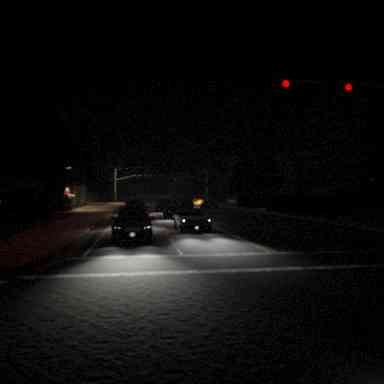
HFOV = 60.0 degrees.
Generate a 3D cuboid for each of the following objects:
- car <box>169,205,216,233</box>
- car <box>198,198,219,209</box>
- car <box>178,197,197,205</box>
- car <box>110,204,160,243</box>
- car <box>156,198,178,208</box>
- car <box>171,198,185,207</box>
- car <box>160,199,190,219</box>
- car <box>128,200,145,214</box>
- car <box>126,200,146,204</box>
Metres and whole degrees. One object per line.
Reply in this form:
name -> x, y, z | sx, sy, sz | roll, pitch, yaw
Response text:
car -> -0.074, 1.705, 20.812 | 1.895, 1.301, 4.718 | 0, 0, -9
car -> 2.560, 1.859, 49.753 | 1.895, 1.301, 4.718 | 0, 0, -9
car -> -1.011, 1.599, 49.967 | 2.097, 1.767, 4.553 | 0, 0, -9
car -> -2.941, 1.566, 16.626 | 2.128, 1.511, 4.902 | 0, 0, -9
car -> -3.334, 1.550, 41.398 | 2.097, 1.767, 4.553 | 0, 0, -9
car -> -2.559, 1.795, 59.302 | 1.837, 1.490, 4.892 | 0, 0, -9
car -> -1.657, 1.675, 30.754 | 1.812, 1.442, 4.674 | 0, 0, -9
car -> -6.481, 1.680, 38.849 | 1.837, 1.490, 4.892 | 0, 0, -9
car -> -4.385, 1.467, 25.627 | 2.097, 1.767, 4.553 | 0, 0, -9
